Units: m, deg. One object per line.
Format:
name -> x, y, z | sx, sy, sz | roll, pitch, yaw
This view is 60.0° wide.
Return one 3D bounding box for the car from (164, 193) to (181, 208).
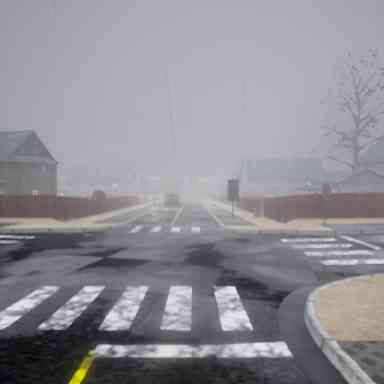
car -> -2.836, 1.217, 48.123 | 2.150, 2.045, 5.566 | 0, 0, 0
